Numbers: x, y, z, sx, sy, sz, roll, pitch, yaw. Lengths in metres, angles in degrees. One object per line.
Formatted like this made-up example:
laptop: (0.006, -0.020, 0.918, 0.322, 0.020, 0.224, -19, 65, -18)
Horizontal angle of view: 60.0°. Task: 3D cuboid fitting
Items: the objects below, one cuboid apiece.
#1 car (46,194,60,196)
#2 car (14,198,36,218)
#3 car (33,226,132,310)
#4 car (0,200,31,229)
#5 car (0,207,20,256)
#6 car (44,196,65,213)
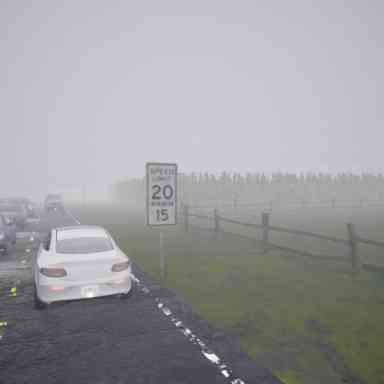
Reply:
car: (-19.007, 1.227, 45.555, 2.150, 2.045, 5.566, 0, 0, -23)
car: (-15.427, 1.357, 30.190, 2.097, 1.767, 4.553, 0, 0, -23)
car: (-2.683, 1.528, 7.890, 1.812, 1.442, 4.674, 0, 0, -23)
car: (-11.534, 1.509, 21.156, 1.837, 1.490, 4.892, 0, 0, -23)
car: (-7.951, 1.529, 12.886, 1.812, 1.442, 4.674, 0, 0, -24)
car: (-14.990, 1.510, 36.425, 1.837, 1.490, 4.892, 0, 0, -23)
